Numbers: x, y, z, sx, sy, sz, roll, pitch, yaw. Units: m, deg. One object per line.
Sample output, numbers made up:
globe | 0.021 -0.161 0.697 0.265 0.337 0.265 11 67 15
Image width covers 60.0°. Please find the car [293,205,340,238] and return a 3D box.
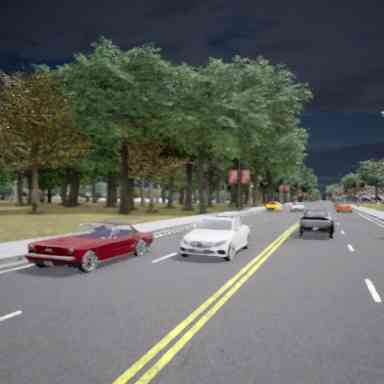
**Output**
car | 7.624 1.823 20.327 2.128 1.511 4.902 0 -1 22

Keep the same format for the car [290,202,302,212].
car | 16.271 2.347 51.332 1.812 1.442 4.674 0 -1 22

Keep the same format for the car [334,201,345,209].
car | 29.606 2.677 67.016 1.837 1.490 4.892 0 -1 22

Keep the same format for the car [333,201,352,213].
car | 23.876 2.271 52.356 2.097 1.767 4.553 0 -1 22

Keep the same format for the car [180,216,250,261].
car | 1.110 1.703 13.294 1.812 1.442 4.674 0 -1 22

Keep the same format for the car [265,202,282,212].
car | 12.371 2.244 50.328 1.882 1.535 5.008 0 -1 22

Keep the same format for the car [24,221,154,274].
car | -3.181 1.710 11.304 1.895 1.301 4.718 0 -1 22
